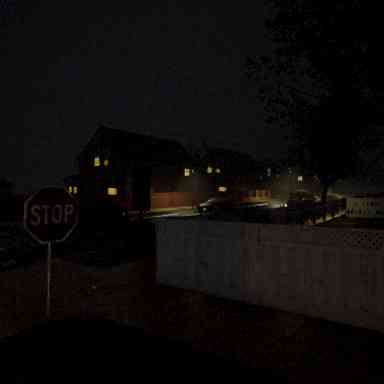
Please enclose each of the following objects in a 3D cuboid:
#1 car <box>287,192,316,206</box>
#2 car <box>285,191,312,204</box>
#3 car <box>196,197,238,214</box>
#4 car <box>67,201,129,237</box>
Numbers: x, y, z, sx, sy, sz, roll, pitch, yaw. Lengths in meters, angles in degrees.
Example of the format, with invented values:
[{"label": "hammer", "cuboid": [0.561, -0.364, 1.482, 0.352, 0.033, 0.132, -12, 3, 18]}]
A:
[{"label": "car", "cuboid": [12.133, 0.811, 36.560, 2.097, 1.767, 4.553, 2, 2, 35]}, {"label": "car", "cuboid": [14.343, 0.735, 44.661, 1.882, 1.535, 5.008, 2, 2, 36]}, {"label": "car", "cuboid": [2.147, 1.135, 27.535, 1.994, 1.385, 4.181, 2, 2, 35]}, {"label": "car", "cuboid": [-5.367, 1.261, 16.892, 2.128, 1.511, 4.902, 2, 2, 35]}]
